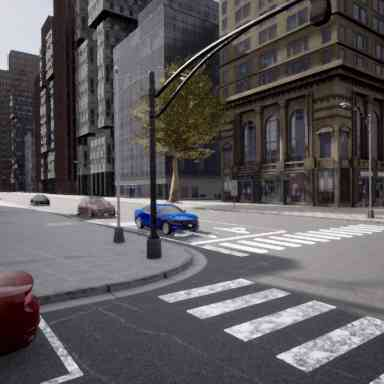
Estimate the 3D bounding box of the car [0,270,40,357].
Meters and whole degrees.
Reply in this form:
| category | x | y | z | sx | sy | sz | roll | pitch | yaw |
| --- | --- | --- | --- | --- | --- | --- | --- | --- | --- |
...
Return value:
| category | x | y | z | sx | sy | sz | roll | pitch | yaw |
| --- | --- | --- | --- | --- | --- | --- | --- | --- | --- |
| car | -4.157 | 1.545 | 3.672 | 4.507 | 1.381 | 1.887 | 0 | -1 | -36 |

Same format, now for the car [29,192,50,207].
| category | x | y | z | sx | sy | sz | roll | pitch | yaw |
| --- | --- | --- | --- | --- | --- | --- | --- | --- | --- |
| car | -20.931 | 1.154 | 45.813 | 1.882 | 1.535 | 5.008 | -1 | 1 | -36 |

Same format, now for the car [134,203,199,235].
| category | x | y | z | sx | sy | sz | roll | pitch | yaw |
| --- | --- | --- | --- | --- | --- | --- | --- | --- | --- |
| car | -1.560 | 1.421 | 19.009 | 1.882 | 1.535 | 5.008 | -1 | 1 | -36 |

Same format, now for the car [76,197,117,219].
| category | x | y | z | sx | sy | sz | roll | pitch | yaw |
| --- | --- | --- | --- | --- | --- | --- | --- | --- | --- |
| car | -8.084 | 1.207 | 27.991 | 2.097 | 1.767 | 4.553 | -1 | 1 | -36 |
